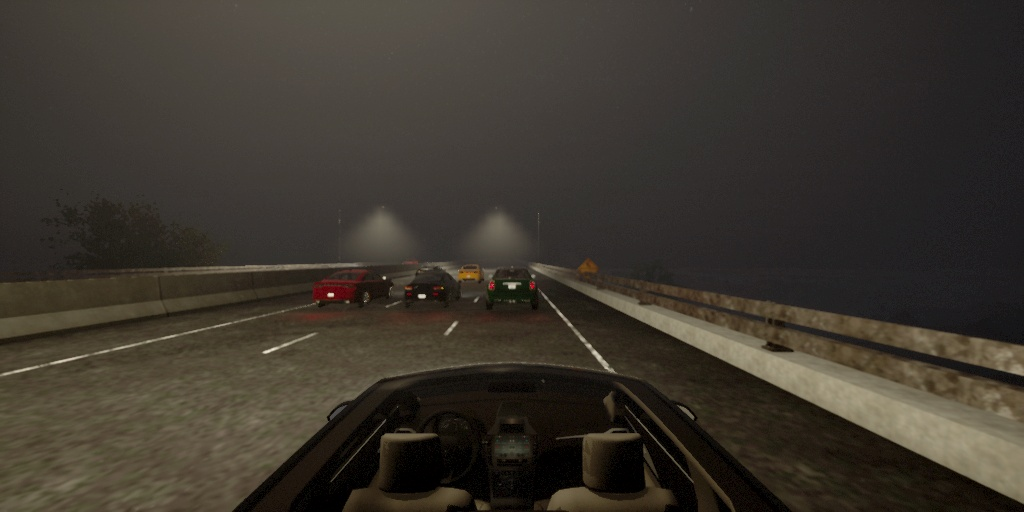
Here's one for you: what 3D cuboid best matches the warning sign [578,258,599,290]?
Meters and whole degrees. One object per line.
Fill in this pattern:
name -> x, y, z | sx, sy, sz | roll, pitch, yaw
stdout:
warning sign -> 4.557, 1.048, 21.459 | 1.300, 1.860, 1.060 | 0, 0, 0

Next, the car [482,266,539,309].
car -> 0.007, 1.232, 15.926 | 2.097, 1.767, 4.553 | 0, -1, 0

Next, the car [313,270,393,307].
car -> -6.988, 1.364, 16.326 | 1.882, 1.535, 5.008 | 0, 0, 0

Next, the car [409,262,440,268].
car -> -6.985, 1.513, 31.150 | 2.128, 1.511, 4.902 | 0, 0, 0

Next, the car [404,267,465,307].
car -> -3.489, 1.411, 16.227 | 1.812, 1.442, 4.674 | 0, 0, 0

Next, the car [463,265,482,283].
car -> -3.483, 1.499, 31.316 | 1.882, 1.535, 5.008 | 0, 0, 0
